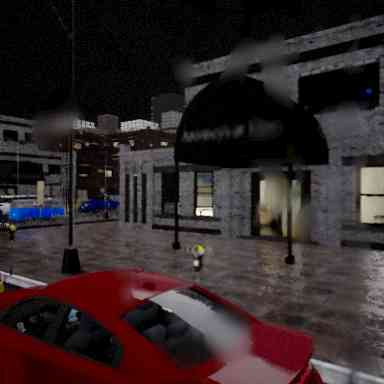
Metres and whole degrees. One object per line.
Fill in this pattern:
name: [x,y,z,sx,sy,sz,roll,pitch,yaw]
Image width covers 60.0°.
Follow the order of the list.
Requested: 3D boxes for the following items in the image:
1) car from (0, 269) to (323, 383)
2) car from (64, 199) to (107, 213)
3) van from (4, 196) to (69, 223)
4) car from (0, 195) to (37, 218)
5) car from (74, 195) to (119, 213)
car: [-1.007,1.550,3.586,4.507,1.381,1.887,0,0,35]
car: [-12.701,1.636,39.929,1.752,1.417,4.829,0,0,35]
van: [-12.098,1.463,26.200,1.690,1.788,3.998,0,0,35]
car: [-16.337,1.318,30.237,2.150,2.045,5.566,0,0,35]
car: [-10.381,1.346,38.715,2.150,2.045,5.566,0,0,36]
